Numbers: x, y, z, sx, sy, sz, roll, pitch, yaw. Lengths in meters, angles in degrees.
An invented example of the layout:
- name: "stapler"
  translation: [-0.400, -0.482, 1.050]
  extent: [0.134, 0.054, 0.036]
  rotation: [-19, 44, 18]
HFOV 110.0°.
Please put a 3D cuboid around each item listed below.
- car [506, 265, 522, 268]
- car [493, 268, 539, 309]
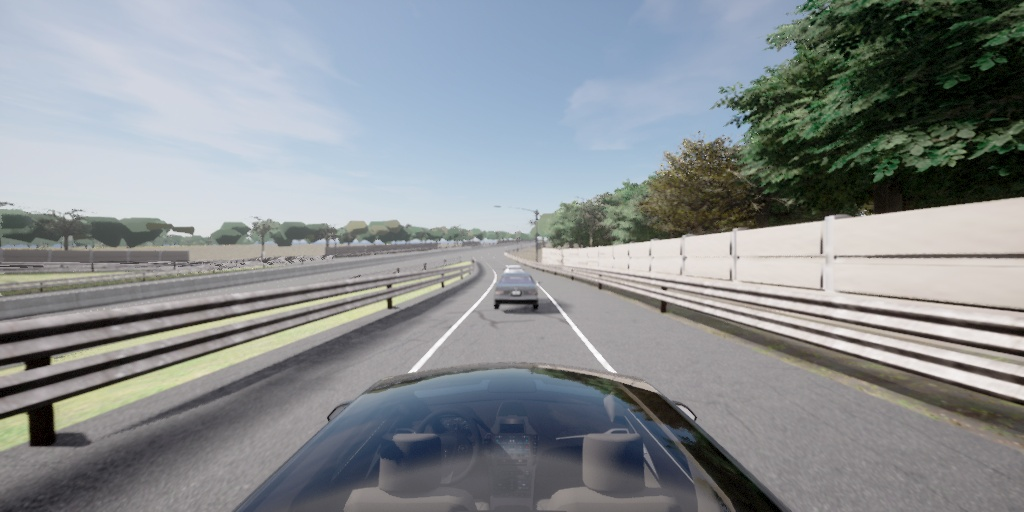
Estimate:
- name: "car"
  translation: [0.188, 1.537, 31.212]
  extent: [1.812, 1.442, 4.674]
  rotation: [0, 0, -1]
- name: "car"
  translation: [0.192, 1.424, 15.716]
  extent: [2.033, 1.411, 5.357]
  rotation: [0, 0, 1]
